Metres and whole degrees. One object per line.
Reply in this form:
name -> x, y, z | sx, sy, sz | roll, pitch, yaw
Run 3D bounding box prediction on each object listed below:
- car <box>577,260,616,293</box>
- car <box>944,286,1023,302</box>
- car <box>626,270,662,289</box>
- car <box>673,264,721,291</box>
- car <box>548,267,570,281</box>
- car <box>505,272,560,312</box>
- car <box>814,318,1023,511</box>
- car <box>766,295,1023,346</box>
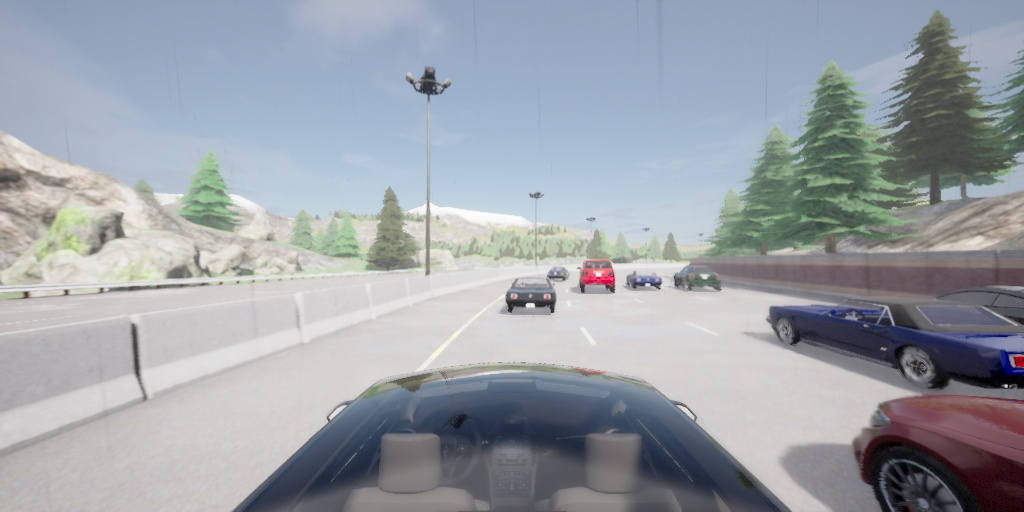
car -> 5.654, 1.287, 24.190 | 2.150, 2.045, 5.566 | 0, -2, 10
car -> 10.865, 1.390, 7.928 | 1.812, 1.442, 4.674 | 0, -1, 3
car -> 9.634, 1.714, 26.497 | 1.895, 1.301, 4.718 | 0, -1, 11
car -> 13.056, 1.462, 25.592 | 2.097, 1.767, 4.553 | 0, -1, 11
car -> 4.828, 1.789, 36.911 | 2.033, 1.411, 5.357 | 0, -1, 15
car -> 0.893, 1.537, 15.225 | 1.895, 1.301, 4.718 | 0, -1, 6
car -> 3.656, 1.274, 0.883 | 1.812, 1.442, 4.674 | 0, -1, 0
car -> 7.292, 1.442, 6.925 | 1.895, 1.301, 4.718 | 0, -1, 2
